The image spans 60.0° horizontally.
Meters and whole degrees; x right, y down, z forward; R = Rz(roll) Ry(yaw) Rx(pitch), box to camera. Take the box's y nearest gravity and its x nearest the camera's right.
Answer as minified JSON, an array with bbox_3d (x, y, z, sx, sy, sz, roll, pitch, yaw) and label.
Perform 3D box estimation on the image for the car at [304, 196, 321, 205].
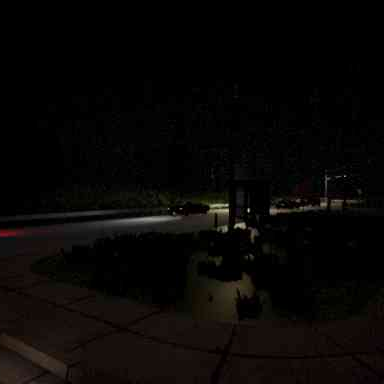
[{"bbox_3d":[18.177,1.333,51.045,2.097,1.767,4.553,0,0,36],"label":"car"}]

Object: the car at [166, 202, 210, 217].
[{"bbox_3d":[-0.292,1.578,31.458,1.895,1.301,4.718,0,0,36],"label":"car"}]

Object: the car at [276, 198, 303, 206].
[{"bbox_3d":[12.434,1.545,42.997,1.994,1.385,4.181,0,0,36],"label":"car"}]
